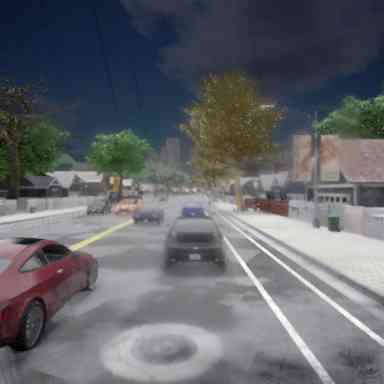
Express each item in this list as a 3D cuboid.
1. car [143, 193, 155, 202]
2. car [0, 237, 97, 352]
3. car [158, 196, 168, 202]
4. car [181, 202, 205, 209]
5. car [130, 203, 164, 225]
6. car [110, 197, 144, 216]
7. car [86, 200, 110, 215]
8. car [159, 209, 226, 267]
[{"bbox_3d":[-9.749,1.262,75.829,2.150,2.045,5.566,0,0,0],"label":"car"},{"bbox_3d":[-3.172,1.553,6.085,1.812,1.442,4.674,0,0,0],"label":"car"},{"bbox_3d":[-6.500,1.665,75.413,1.895,1.301,4.718,0,0,0],"label":"car"},{"bbox_3d":[0.097,1.603,28.381,1.882,1.535,5.008,0,0,0],"label":"car"},{"bbox_3d":[-3.156,1.713,25.261,1.895,1.301,4.718,0,0,0],"label":"car"},{"bbox_3d":[-6.592,1.504,34.327,2.097,1.767,4.553,0,0,0],"label":"car"},{"bbox_3d":[-9.841,1.662,35.509,1.837,1.490,4.892,0,0,0],"label":"car"},{"bbox_3d":[0.094,1.556,11.573,1.837,1.490,4.892,0,0,0],"label":"car"}]
